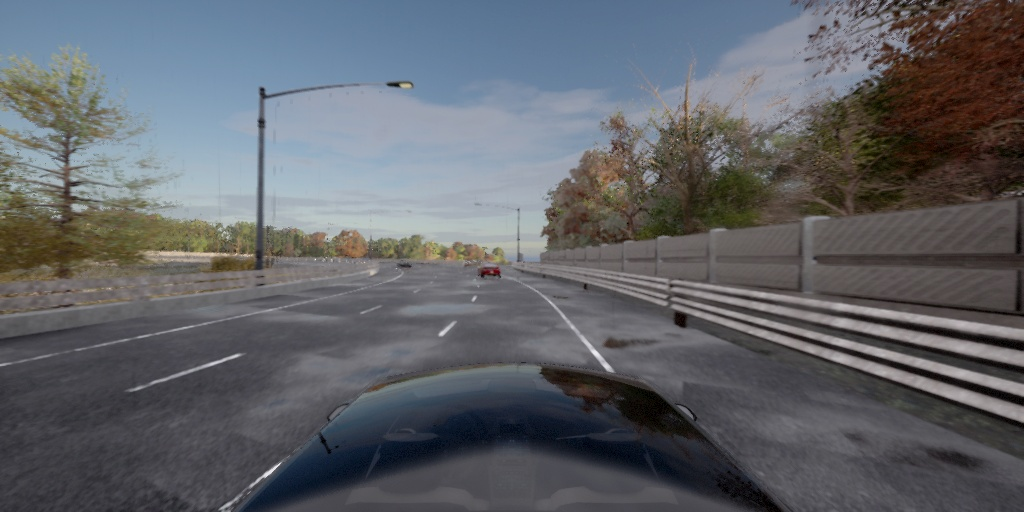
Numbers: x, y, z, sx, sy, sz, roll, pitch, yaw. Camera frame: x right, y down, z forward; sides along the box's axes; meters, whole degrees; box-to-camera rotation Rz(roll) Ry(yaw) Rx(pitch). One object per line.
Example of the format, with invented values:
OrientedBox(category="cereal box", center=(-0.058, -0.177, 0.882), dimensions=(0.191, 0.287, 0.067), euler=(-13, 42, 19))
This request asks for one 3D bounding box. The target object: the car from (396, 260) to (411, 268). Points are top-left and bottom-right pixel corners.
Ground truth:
OrientedBox(category="car", center=(-18.933, 1.427, 62.384), dimensions=(1.895, 1.301, 4.718), euler=(1, 0, -28))

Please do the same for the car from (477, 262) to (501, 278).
OrientedBox(category="car", center=(-2.367, 1.382, 35.931), dimensions=(1.882, 1.535, 5.008), euler=(1, -1, -11))
